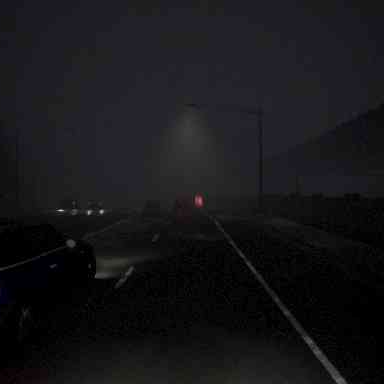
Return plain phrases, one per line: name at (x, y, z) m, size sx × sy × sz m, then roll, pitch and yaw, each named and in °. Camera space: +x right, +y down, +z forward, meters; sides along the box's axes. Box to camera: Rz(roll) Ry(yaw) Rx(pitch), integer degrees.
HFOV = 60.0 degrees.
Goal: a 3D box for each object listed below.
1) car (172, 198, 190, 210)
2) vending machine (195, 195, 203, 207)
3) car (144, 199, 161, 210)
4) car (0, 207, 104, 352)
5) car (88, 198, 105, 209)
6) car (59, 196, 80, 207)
car at (-1.382, 1.500, 41.755) m, size 2.128 × 1.511 × 4.902 m, roll 0°, pitch -1°, yaw -9°
vending machine at (1.257, 1.535, 57.326) m, size 1.100 × 2.100 × 0.880 m, roll 1°, pitch -1°, yaw -16°
car at (-4.974, 1.571, 41.973) m, size 1.994 × 1.385 × 4.181 m, roll 0°, pitch -1°, yaw -9°
car at (-3.398, 1.341, 6.320) m, size 2.097 × 1.767 × 4.553 m, roll 0°, pitch 0°, yaw 0°
car at (-12.601, 1.509, 44.047) m, size 1.882 × 1.535 × 5.008 m, roll 0°, pitch -1°, yaw -11°
car at (-16.136, 1.377, 43.847) m, size 2.097 × 1.767 × 4.553 m, roll 0°, pitch -1°, yaw -11°
